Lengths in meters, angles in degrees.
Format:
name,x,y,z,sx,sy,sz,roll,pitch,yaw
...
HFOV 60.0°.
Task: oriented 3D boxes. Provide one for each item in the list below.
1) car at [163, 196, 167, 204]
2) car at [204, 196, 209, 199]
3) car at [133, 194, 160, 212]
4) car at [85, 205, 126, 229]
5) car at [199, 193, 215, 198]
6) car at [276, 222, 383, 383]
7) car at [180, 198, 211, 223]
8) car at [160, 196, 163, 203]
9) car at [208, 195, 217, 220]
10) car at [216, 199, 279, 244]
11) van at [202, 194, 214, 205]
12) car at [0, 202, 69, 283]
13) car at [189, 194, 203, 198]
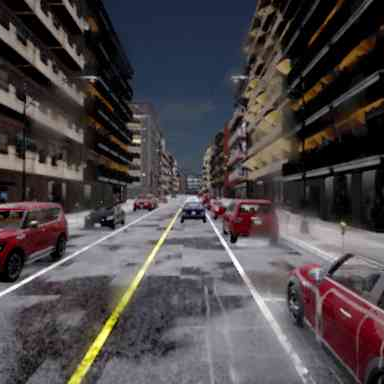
name,x,y,z,sx,sy,sz,roll,pitch,yaw
car,-5.300,1.401,59.575,1.802,1.307,4.206,1,0,0
car,2.548,1.442,37.395,1.802,1.307,4.206,1,0,0
car,-5.293,1.176,37.449,2.192,1.841,5.009,1,0,0
car,-5.298,1.478,20.860,1.947,1.339,4.313,1,0,0
car,2.552,1.151,48.457,2.192,1.841,5.009,1,0,0
car,2.594,1.421,4.207,1.967,1.590,4.097,1,0,0
car,0.101,1.446,24.783,2.033,1.411,5.357,0,0,0
car,-5.299,1.392,42.981,1.887,1.381,4.507,1,0,0
car,2.551,1.333,26.332,1.967,1.590,4.097,1,0,0
car,2.554,1.248,15.268,2.192,1.841,5.009,1,0,0
van,2.551,1.168,53.988,1.690,1.788,3.998,1,0,0
car,-5.291,1.271,9.796,2.192,1.841,5.009,1,0,0
car,0.101,1.375,41.950,1.812,1.442,4.674,0,0,0
